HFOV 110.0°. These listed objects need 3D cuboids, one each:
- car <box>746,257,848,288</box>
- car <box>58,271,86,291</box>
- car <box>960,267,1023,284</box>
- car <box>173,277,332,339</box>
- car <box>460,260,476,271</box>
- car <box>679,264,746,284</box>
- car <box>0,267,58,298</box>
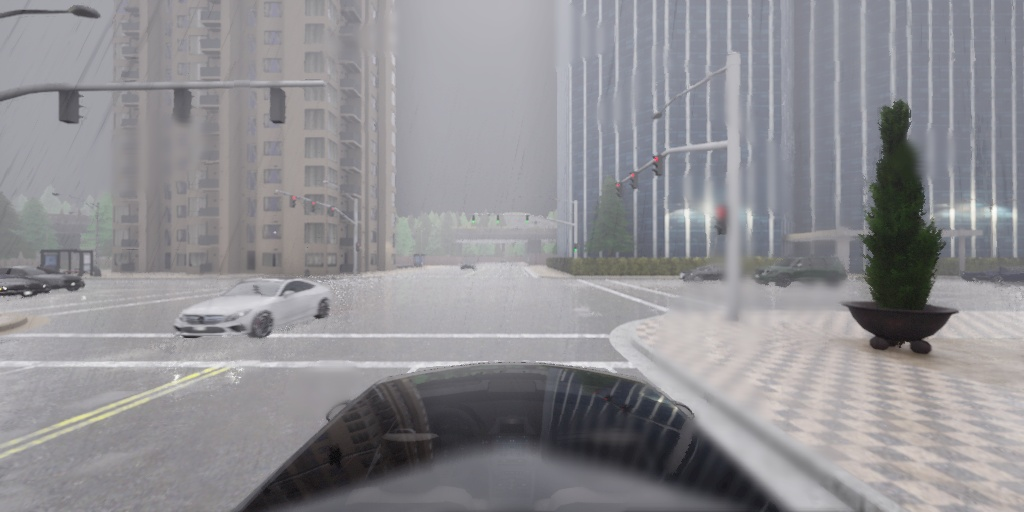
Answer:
[{"bbox_3d":[19.789,1.105,24.758,5.566,2.045,2.150,0,0,-1],"label":"car"},{"bbox_3d":[-27.684,1.364,20.605,4.892,1.490,1.837,0,0,-1],"label":"car"},{"bbox_3d":[38.825,1.506,28.414,4.718,1.301,1.895,0,0,0],"label":"car"},{"bbox_3d":[-6.994,1.352,10.368,1.812,1.442,4.674,0,0,0],"label":"car"},{"bbox_3d":[-6.971,1.365,57.140,2.097,1.767,4.553,0,-1,0],"label":"car"},{"bbox_3d":[15.768,1.393,28.218,4.902,1.511,2.128,0,0,-1],"label":"car"},{"bbox_3d":[-25.780,1.386,17.121,5.357,1.411,2.033,0,0,-1],"label":"car"}]
